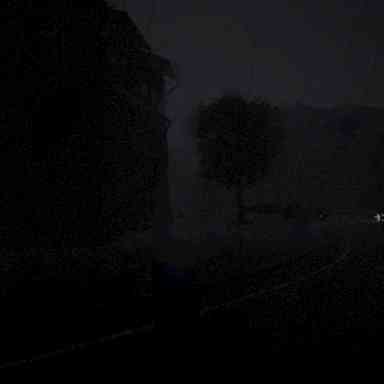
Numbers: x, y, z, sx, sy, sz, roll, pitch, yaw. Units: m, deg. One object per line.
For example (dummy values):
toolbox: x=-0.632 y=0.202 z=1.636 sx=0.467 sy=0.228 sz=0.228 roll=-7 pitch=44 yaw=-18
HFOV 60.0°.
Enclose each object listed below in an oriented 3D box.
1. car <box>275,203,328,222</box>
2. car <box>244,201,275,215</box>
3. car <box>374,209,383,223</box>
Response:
car: x=9.324 y=1.676 z=28.056 sx=1.812 sy=1.442 sz=4.674 roll=-3 pitch=-1 yaw=-18
car: x=8.030 y=1.804 z=38.627 sx=1.882 sy=1.535 sz=5.008 roll=-4 pitch=0 yaw=-33
car: x=13.671 y=1.404 z=21.618 sx=1.994 sy=1.385 sz=4.181 roll=-3 pitch=-1 yaw=4
